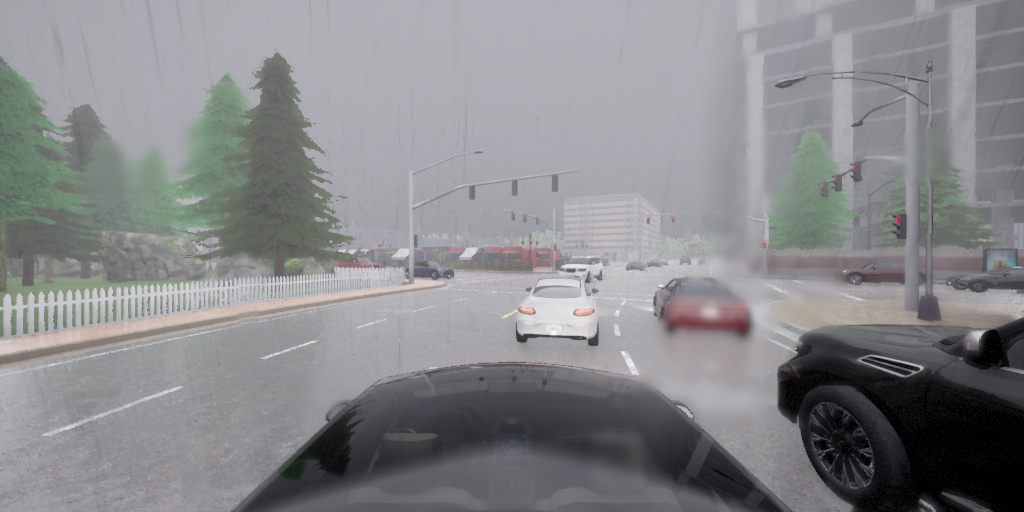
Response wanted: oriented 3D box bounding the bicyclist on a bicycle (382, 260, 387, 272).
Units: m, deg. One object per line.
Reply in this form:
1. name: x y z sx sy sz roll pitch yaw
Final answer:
1. bicyclist on a bicycle: -15.735 1.258 44.274 0.582 1.620 1.656 0 0 -23

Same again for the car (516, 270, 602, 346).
1. car: 1.275 1.276 9.412 1.812 1.442 4.674 0 0 11

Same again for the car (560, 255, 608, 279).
1. car: 5.532 1.015 28.048 2.150 2.045 5.566 0 0 29

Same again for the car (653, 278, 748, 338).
1. car: 5.296 1.314 10.419 1.994 1.385 4.181 0 0 17

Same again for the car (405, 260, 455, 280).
1. car: -7.321 1.157 31.939 4.553 1.767 2.097 0 0 30

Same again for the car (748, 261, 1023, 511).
1. car: 3.737 0.971 1.190 2.150 2.045 5.566 0 0 0

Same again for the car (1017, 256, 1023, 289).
1. car: 34.251 1.027 20.657 5.566 2.045 2.150 0 0 30

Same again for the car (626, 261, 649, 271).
1. car: 16.481 1.312 47.670 1.994 1.385 4.181 0 0 29

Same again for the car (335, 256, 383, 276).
1. car: -15.663 1.027 36.674 5.566 2.045 2.150 0 0 30

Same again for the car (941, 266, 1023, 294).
1. car: 28.002 1.331 20.154 4.674 1.442 1.812 0 0 29

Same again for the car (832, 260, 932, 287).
1. car: 25.914 1.157 25.388 4.553 1.767 2.097 0 0 30
